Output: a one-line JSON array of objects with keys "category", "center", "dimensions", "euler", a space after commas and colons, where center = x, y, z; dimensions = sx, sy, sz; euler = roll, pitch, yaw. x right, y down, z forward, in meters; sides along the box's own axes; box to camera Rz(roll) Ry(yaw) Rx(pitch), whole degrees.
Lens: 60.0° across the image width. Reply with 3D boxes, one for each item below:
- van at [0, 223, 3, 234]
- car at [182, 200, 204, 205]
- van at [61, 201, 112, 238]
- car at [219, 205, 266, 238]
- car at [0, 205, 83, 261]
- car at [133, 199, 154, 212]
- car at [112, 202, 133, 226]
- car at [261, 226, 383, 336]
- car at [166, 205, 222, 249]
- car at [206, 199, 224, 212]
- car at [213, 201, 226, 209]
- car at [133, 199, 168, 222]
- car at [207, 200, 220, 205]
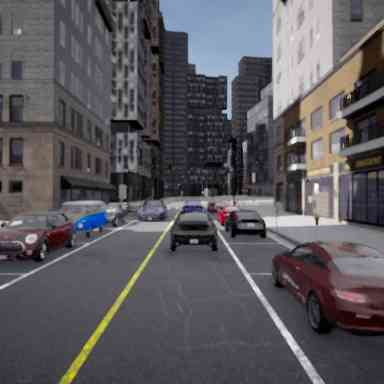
[{"category": "van", "center": [-5.755, 1.354, 6.498], "dimensions": [1.690, 1.788, 3.998], "euler": [1, 0, 0]}, {"category": "car", "center": [0.070, 1.529, 31.236], "dimensions": [1.882, 1.535, 5.008], "euler": [0, 0, 0]}, {"category": "van", "center": [-5.763, 1.373, 17.717], "dimensions": [1.690, 1.788, 3.998], "euler": [1, 0, 0]}, {"category": "car", "center": [2.760, 1.598, 17.721], "dimensions": [1.947, 1.339, 4.313], "euler": [1, 0, 0]}, {"category": "car", "center": [-5.760, 1.463, 12.108], "dimensions": [1.967, 1.590, 4.097], "euler": [1, 0, 0]}, {"category": "car", "center": [-5.781, 1.608, 40.153], "dimensions": [1.887, 1.381, 4.507], "euler": [1, 0, 0]}, {"category": "car", "center": [-5.770, 1.591, 23.326], "dimensions": [2.008, 1.369, 4.403], "euler": [1, 0, 0]}, {"category": "car", "center": [2.767, 1.595, 6.503], "dimensions": [1.802, 1.307, 4.206], "euler": [1, 0, 0]}, {"category": "car", "center": [0.078, 1.533, 14.569], "dimensions": [1.837, 1.490, 4.892], "euler": [0, 0, 0]}, {"category": "car", "center": [2.744, 1.608, 40.159], "dimensions": [1.887, 1.381, 4.507], "euler": [1, 0, 0]}, {"category": "car", "center": [2.756, 1.585, 23.331], "dimensions": [1.887, 1.381, 4.507], "euler": [1, 0, 0]}, {"category": "car", "center": [-3.115, 1.397, 26.890], "dimensions": [2.097, 1.767, 4.553], "euler": [0, 0, 0]}, {"category": "car", "center": [2.747, 1.638, 34.549], "dimensions": [1.802, 1.307, 4.206], "euler": [1, 0, 0]}]
